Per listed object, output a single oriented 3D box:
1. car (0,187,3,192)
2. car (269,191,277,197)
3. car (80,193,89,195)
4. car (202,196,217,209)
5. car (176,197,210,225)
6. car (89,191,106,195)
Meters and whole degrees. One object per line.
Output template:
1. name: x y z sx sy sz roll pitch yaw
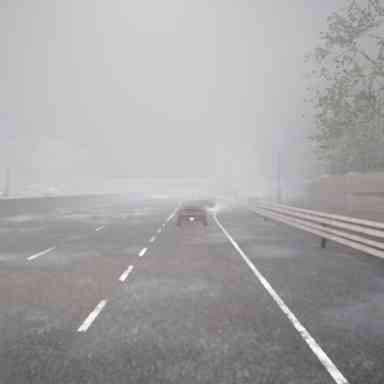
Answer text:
1. car: -48.785 -0.300 81.834 2.097 1.767 4.553 0 2 -22
2. car: 22.676 1.080 92.698 2.033 1.411 5.357 0 3 20
3. car: -28.013 0.864 86.911 1.895 1.301 4.718 0 0 0
4. car: 1.840 1.225 40.520 1.812 1.442 4.674 0 0 11
5. car: 0.022 1.316 21.981 1.837 1.490 4.892 0 0 1
6. car: -24.513 0.746 86.941 1.882 1.535 5.008 0 0 0
